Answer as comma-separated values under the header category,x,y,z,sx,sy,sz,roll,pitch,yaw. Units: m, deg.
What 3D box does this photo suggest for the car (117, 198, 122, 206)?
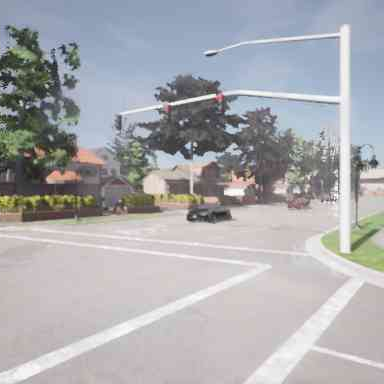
category,x,y,z,sx,sy,sz,roll,pitch,yaw
car,-7.600,1.200,41.941,3.806,1.475,1.970,0,0,36

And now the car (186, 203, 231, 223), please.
category,x,y,z,sx,sy,sz,roll,pitch,yaw
car,1.333,1.579,25.511,1.994,1.385,4.181,0,0,35

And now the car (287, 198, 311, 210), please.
category,x,y,z,sx,sy,sz,roll,pitch,yaw
car,13.891,1.493,43.202,1.882,1.535,5.008,0,0,35
